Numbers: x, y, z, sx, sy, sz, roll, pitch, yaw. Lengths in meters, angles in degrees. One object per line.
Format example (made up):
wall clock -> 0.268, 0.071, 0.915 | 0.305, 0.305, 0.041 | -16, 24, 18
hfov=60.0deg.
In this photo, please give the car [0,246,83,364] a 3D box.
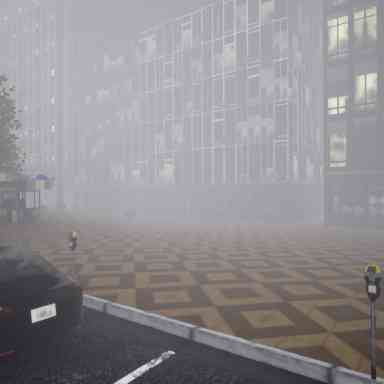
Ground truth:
car -> -3.568, 1.566, 5.417 | 4.313, 1.339, 1.947 | 0, 0, 35
